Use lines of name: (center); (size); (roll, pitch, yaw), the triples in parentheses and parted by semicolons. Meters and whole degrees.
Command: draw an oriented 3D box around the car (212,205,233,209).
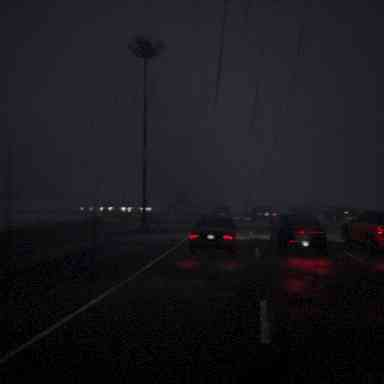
car: (2.846, 1.920, 30.842); (1.994, 1.385, 4.181); (0, -1, 4)

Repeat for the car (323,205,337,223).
car: (13.318, 1.923, 30.021); (1.837, 1.490, 4.892); (0, 0, 4)

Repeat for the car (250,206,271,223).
car: (6.280, 1.912, 29.575); (2.033, 1.411, 5.357); (0, -1, 4)

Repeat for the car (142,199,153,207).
car: (-8.475, 2.124, 63.067); (2.128, 1.511, 4.902); (0, -1, -6)

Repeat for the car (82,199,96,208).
car: (-18.831, 2.021, 61.023); (1.882, 1.535, 5.008); (0, 0, -6)

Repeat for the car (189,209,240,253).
car: (1.057, 1.714, 14.525); (2.033, 1.411, 5.357); (0, -1, 9)

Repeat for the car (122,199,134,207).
car: (-11.929, 2.095, 62.473); (2.128, 1.511, 4.902); (0, -1, -6)

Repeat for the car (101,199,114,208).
car: (-15.269, 2.065, 60.474); (1.837, 1.490, 4.892); (1, -1, -5)

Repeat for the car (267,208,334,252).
car: (4.648, 1.701, 14.921); (1.837, 1.490, 4.892); (0, 0, 8)

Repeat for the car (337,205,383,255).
car: (8.091, 1.561, 14.285); (2.097, 1.767, 4.553); (0, -1, 9)

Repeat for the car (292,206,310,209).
car: (9.826, 1.960, 30.244); (1.994, 1.385, 4.181); (0, -1, 4)
